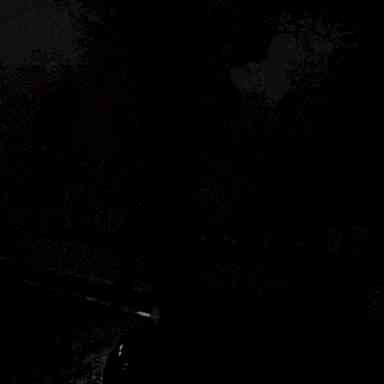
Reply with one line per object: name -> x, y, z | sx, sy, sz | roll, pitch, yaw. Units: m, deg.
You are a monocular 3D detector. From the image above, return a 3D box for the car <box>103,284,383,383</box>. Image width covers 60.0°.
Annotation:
car -> 1.162, 1.568, 2.857 | 4.181, 1.385, 1.994 | 0, 0, 35
